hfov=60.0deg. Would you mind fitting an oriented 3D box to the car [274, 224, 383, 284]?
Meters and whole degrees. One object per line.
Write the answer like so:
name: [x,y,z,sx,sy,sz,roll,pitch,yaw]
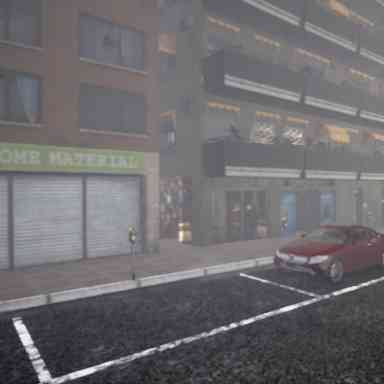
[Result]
car: [4.186,1.590,9.558,4.206,1.307,1.802,0,-1,-36]
